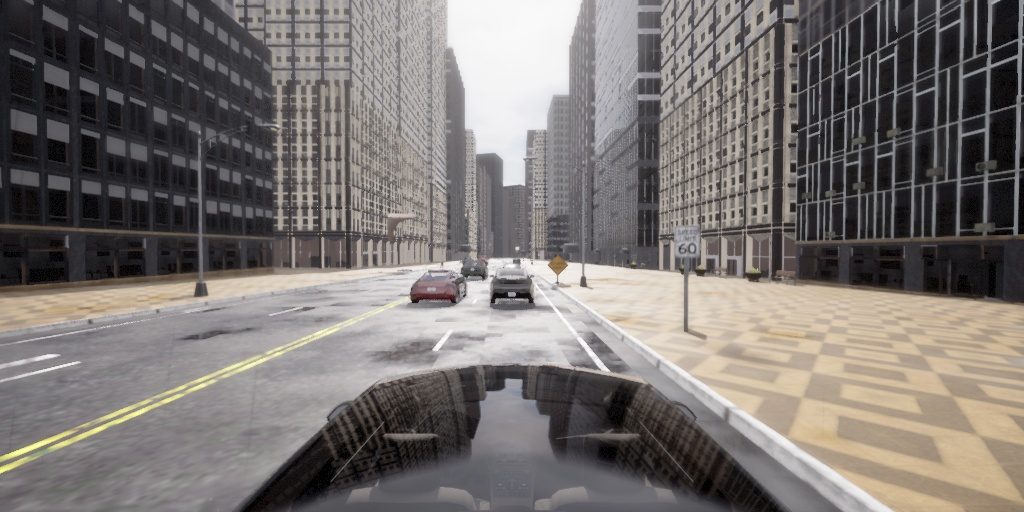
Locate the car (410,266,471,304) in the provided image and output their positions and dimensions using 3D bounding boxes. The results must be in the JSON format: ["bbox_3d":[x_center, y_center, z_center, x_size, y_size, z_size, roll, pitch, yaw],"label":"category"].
[{"bbox_3d":[-3.250,1.317,16.503,1.994,1.385,4.181,0,0,0],"label":"car"}]

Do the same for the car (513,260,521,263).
[{"bbox_3d":[0.000,1.304,31.504,2.033,1.411,5.357,0,0,0],"label":"car"}]

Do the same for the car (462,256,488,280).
[{"bbox_3d":[-3.250,1.107,31.474,2.097,1.767,4.553,0,0,0],"label":"car"}]

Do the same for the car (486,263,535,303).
[{"bbox_3d":[0.000,1.261,16.502,1.837,1.490,4.892,0,0,0],"label":"car"}]

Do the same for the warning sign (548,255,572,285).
[{"bbox_3d":[2.850,0.858,22.470,1.300,1.860,1.060,0,0,0],"label":"warning sign"}]
